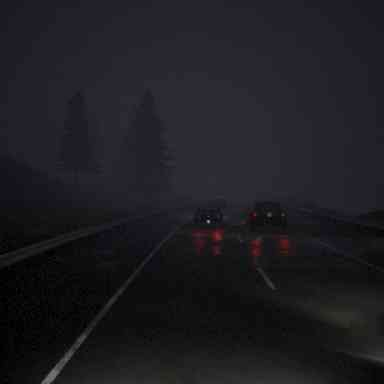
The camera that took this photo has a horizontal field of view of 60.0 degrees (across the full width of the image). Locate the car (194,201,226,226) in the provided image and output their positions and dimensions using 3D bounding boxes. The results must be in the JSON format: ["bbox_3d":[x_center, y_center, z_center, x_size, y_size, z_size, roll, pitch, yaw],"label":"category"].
[{"bbox_3d":[1.232,1.582,23.339,1.895,1.301,4.718,0,0,5],"label":"car"}]

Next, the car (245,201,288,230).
[{"bbox_3d":[4.551,1.337,20.914,2.097,1.767,4.553,0,0,4],"label":"car"}]

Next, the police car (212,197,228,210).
[{"bbox_3d":[3.479,1.392,41.723,1.930,1.638,5.238,0,0,9],"label":"police car"}]
